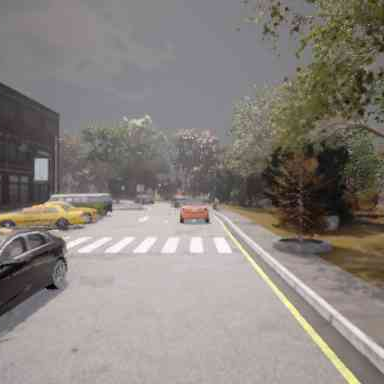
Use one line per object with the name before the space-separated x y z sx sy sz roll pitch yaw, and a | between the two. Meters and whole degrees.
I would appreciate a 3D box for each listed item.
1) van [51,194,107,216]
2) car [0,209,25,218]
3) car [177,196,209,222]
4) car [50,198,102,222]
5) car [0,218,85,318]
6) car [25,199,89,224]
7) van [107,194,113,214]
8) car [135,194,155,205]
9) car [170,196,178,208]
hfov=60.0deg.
van | -9.303 1.185 26.327 4.442 1.987 1.878 -1 1 -20
car | -8.964 1.481 11.429 5.366 1.575 1.946 -1 0 -20
car | 0.154 1.285 25.806 2.097 1.767 4.553 0 1 -1
car | -9.178 1.448 23.383 5.008 1.535 2.097 -1 0 -20
car | -3.937 1.492 6.247 2.128 1.511 4.902 0 0 0
car | -9.325 1.479 20.315 5.366 1.575 1.946 -1 0 -20
van | -9.324 1.146 29.328 4.442 1.987 1.878 -1 1 -20
car | -6.981 1.118 49.163 1.837 1.490 4.892 1 1 -27
car | -1.619 1.205 42.728 2.128 1.511 4.902 0 1 -13
